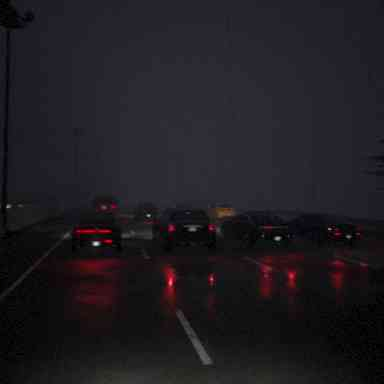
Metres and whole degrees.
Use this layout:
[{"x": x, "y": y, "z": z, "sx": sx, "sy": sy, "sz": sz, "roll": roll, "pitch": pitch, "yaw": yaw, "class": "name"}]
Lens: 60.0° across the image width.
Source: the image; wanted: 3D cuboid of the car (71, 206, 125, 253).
[{"x": -3.938, "y": 1.553, "z": 14.041, "sx": 1.837, "sy": 1.490, "sz": 4.892, "roll": 1, "pitch": 0, "yaw": -14, "class": "car"}]

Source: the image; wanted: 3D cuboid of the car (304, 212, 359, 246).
[{"x": 6.236, "y": 1.738, "z": 16.637, "sx": 1.812, "sy": 1.442, "sz": 4.674, "roll": 1, "pitch": 0, "yaw": -14, "class": "car"}]

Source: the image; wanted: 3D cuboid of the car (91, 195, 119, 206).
[{"x": -7.423, "y": 1.315, "z": 28.321, "sx": 2.150, "sy": 2.045, "sz": 5.566, "roll": 1, "pitch": 0, "yaw": -14, "class": "car"}]

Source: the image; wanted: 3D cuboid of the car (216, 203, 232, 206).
[{"x": 2.664, "y": 1.743, "z": 31.271, "sx": 1.882, "sy": 1.535, "sz": 5.008, "roll": 1, "pitch": 0, "yaw": -14, "class": "car"}]

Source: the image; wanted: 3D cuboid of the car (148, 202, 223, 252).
[{"x": -0.489, "y": 1.450, "z": 14.672, "sx": 2.097, "sy": 1.767, "sz": 4.553, "roll": 1, "pitch": -1, "yaw": -14, "class": "car"}]

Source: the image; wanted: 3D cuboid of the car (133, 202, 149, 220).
[{"x": -4.092, "y": 1.662, "z": 29.424, "sx": 1.837, "sy": 1.490, "sz": 4.892, "roll": 1, "pitch": 0, "yaw": -14, "class": "car"}]

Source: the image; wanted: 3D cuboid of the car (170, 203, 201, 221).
[{"x": -0.691, "y": 1.774, "z": 30.251, "sx": 1.994, "sy": 1.385, "sz": 4.181, "roll": 1, "pitch": 0, "yaw": -14, "class": "car"}]

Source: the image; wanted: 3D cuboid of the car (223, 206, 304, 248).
[{"x": 2.860, "y": 1.649, "z": 15.707, "sx": 2.128, "sy": 1.511, "sz": 4.902, "roll": 1, "pitch": 0, "yaw": -14, "class": "car"}]

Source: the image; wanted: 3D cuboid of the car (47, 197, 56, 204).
[{"x": -26.414, "y": 1.624, "z": 61.822, "sx": 2.128, "sy": 1.511, "sz": 4.902, "roll": 1, "pitch": -1, "yaw": -13, "class": "car"}]
